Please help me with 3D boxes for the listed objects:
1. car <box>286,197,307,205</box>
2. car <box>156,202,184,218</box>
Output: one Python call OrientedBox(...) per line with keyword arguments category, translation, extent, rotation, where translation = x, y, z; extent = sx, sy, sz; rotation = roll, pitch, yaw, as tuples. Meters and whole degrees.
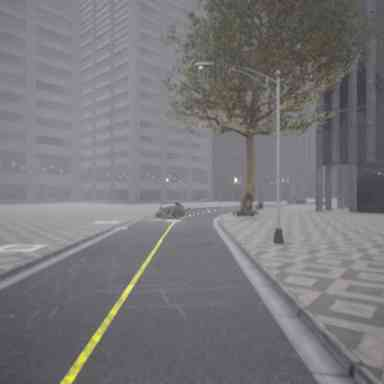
OrientedBox(category="car", translation=(20.763, 1.740, 66.285), extent=(4.892, 1.490, 1.837), rotation=(0, 0, -34))
OrientedBox(category="car", translation=(-2.039, 1.702, 32.023), extent=(1.812, 1.442, 4.674), rotation=(0, 0, 11))
